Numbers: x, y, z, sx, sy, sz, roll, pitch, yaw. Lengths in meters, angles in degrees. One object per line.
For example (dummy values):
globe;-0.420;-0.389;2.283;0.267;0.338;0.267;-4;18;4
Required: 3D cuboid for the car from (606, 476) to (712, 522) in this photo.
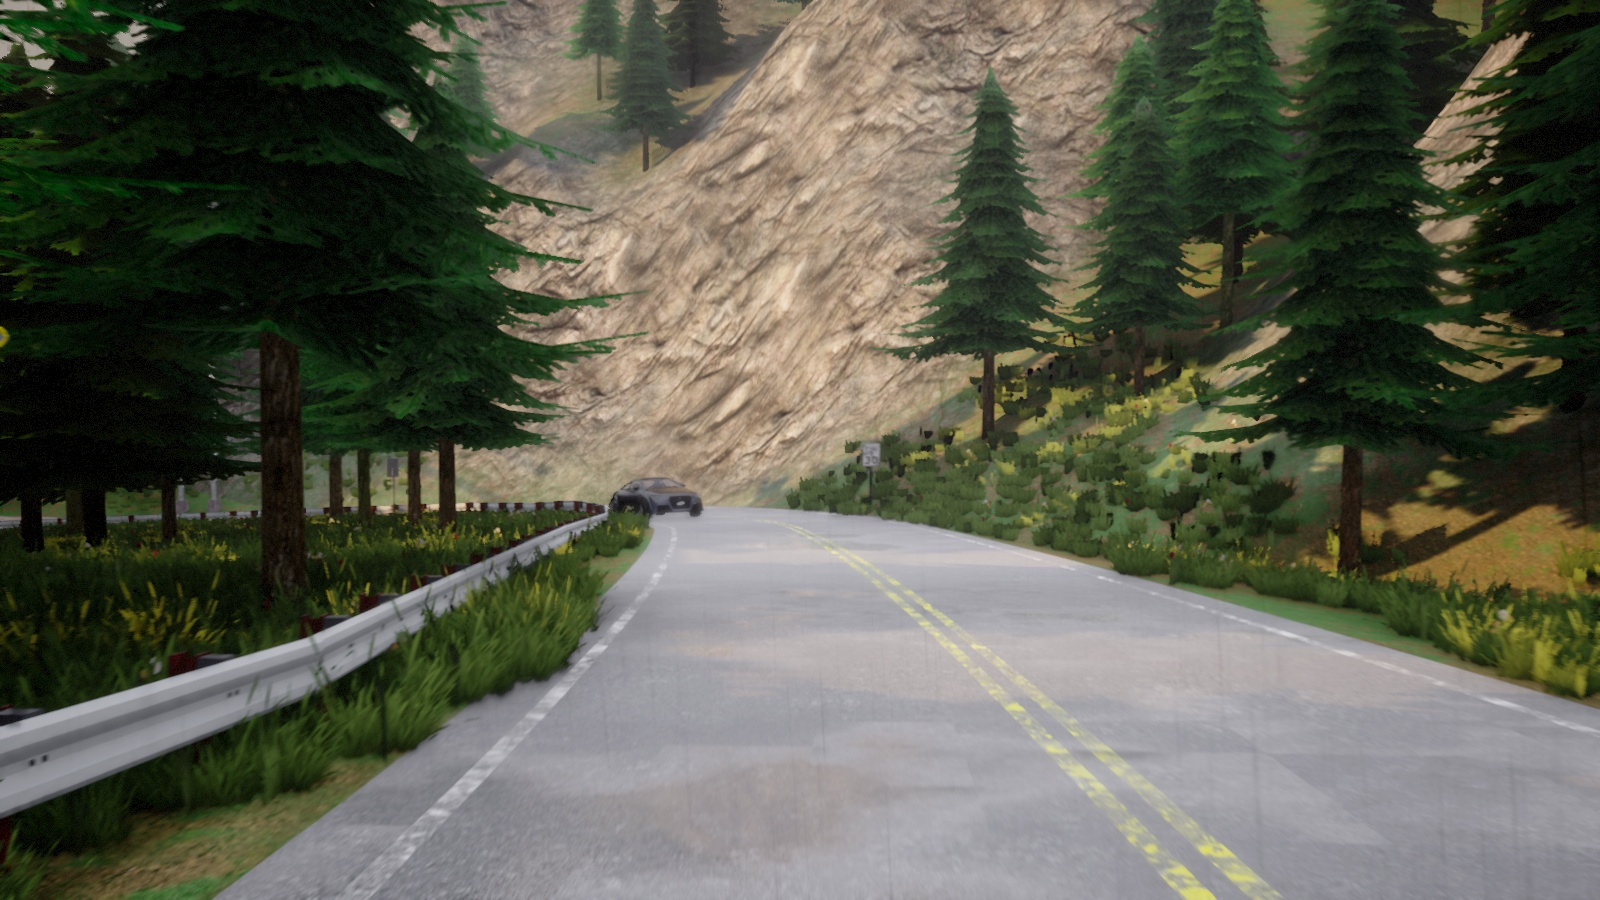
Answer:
car;-4.830;1.643;42.639;1.994;1.385;4.181;-2;-1;-31
